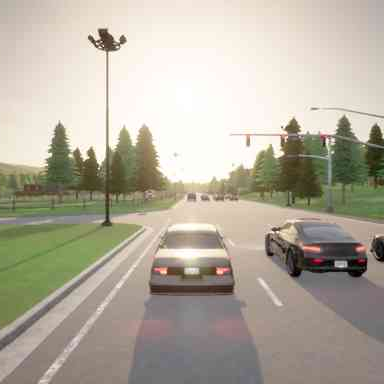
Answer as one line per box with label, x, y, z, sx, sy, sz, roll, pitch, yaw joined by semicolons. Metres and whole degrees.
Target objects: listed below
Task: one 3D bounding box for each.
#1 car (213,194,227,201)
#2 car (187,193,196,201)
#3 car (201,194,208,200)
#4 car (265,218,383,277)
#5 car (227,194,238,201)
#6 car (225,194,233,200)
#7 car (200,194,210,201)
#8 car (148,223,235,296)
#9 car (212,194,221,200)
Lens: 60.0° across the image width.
car;6.955;1.347;83.904;2.097;1.767;4.553;0;0;0
car;-0.045;1.216;83.544;2.150;2.045;5.566;0;0;0
car;3.449;1.310;93.936;1.882;1.535;5.008;0;0;0
car;3.514;1.526;10.107;1.812;1.442;4.674;0;0;0
car;10.455;1.587;83.966;1.895;1.301;4.718;0;0;0
car;10.449;1.356;93.939;1.812;1.442;4.674;0;0;0
car;3.455;1.531;83.516;2.033;1.411;5.357;0;0;0
car;0.000;1.547;8.828;2.033;1.411;5.357;0;0;0
car;6.949;1.372;93.938;2.033;1.411;5.357;0;0;0
